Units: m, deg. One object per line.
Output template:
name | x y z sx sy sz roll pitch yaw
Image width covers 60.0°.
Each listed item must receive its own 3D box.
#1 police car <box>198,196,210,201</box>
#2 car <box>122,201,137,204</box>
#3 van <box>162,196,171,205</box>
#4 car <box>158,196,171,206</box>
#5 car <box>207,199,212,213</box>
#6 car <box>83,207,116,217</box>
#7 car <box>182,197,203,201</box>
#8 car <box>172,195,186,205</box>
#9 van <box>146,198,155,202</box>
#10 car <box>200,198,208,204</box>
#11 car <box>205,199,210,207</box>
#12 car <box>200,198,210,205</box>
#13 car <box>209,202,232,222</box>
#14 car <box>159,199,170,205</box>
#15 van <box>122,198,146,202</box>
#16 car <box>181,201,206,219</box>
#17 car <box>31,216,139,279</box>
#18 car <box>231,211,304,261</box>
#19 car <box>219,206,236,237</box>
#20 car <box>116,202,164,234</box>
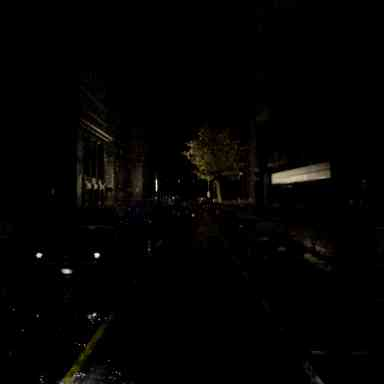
police car | 2.379 1.820 55.756 1.930 1.638 5.238 0 0 0
car | -5.758 1.708 26.381 1.752 1.417 4.829 0 0 0
van | -5.749 1.886 75.270 1.690 1.788 3.998 0 0 0
car | -5.750 2.006 64.442 1.887 1.381 4.507 0 0 0
car | 2.768 1.756 33.232 1.752 1.417 4.829 0 0 0
car | -5.759 1.712 21.137 1.947 1.339 4.313 0 0 0
car | 0.064 1.818 46.385 2.128 1.511 4.902 0 0 0
car | -2.984 1.840 70.910 2.097 1.767 4.553 0 0 0
van | -5.755 1.641 42.791 1.690 1.788 3.998 0 0 0
car | 2.784 2.114 80.834 1.752 1.417 4.829 0 0 0
car | 2.769 1.834 38.352 1.947 1.339 4.313 0 0 0
car | 2.776 2.049 70.084 1.887 1.381 4.507 0 0 0
car | 2.767 1.743 27.773 2.008 1.369 4.403 0 0 0
car | -5.749 2.068 69.855 1.947 1.339 4.313 0 0 0
van | -5.757 1.563 31.965 1.690 1.788 3.998 0 0 0
car | 0.107 1.824 32.103 1.895 1.301 4.718 0 0 0
car | -3.097 1.673 10.445 1.895 1.301 4.718 0 0 0
car | 2.764 1.630 12.457 1.887 1.381 4.507 0 0 0
car | 2.765 1.674 17.901 2.008 1.369 4.403 0 0 0
car | -3.082 1.620 20.627 1.882 1.535 5.008 0 0 0
